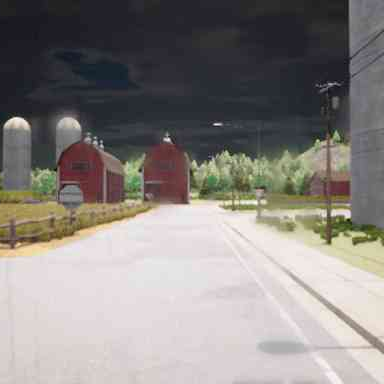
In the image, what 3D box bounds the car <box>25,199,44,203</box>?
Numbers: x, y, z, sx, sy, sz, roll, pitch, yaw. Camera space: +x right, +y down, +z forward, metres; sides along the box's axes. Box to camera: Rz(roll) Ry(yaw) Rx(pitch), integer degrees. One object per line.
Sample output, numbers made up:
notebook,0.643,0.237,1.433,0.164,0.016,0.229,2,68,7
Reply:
car,-32.935,2.340,70.910,5.008,1.535,1.882,0,-1,-3
